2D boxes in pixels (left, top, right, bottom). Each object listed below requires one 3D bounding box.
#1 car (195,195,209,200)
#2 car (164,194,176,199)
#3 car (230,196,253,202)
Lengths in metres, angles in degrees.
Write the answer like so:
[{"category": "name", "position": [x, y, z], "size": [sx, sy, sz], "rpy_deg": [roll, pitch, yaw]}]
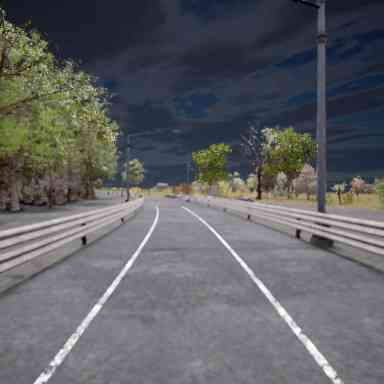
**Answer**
[{"category": "car", "position": [2.596, 1.369, 75.329], "size": [2.033, 1.411, 5.357], "rpy_deg": [0, 1, -25]}, {"category": "car", "position": [-6.118, 1.167, 93.623], "size": [2.033, 1.411, 5.357], "rpy_deg": [0, 1, -25]}, {"category": "car", "position": [9.112, 1.446, 61.654], "size": [2.033, 1.411, 5.357], "rpy_deg": [0, 0, -25]}]
